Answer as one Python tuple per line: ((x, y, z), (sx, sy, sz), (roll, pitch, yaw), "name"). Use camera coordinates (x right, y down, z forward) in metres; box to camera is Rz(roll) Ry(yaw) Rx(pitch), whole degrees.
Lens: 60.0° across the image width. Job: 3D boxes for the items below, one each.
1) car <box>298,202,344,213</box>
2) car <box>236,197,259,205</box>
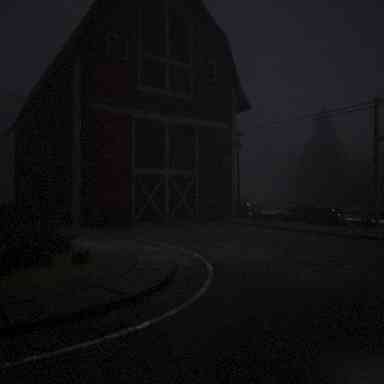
((11.328, 1.628, 30.246), (1.895, 1.301, 4.718), (0, 0, -34), "car")
((5.764, 1.379, 38.355), (2.097, 1.767, 4.553), (0, 0, -34), "car")
